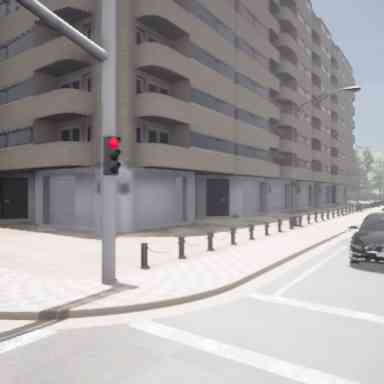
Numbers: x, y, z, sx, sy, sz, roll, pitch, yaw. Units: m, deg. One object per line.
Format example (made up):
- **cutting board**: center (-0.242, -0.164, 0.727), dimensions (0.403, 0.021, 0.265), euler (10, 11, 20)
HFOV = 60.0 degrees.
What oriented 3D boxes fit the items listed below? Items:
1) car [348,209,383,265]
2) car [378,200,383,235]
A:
- **car**: center (6.530, 1.475, 11.042), dimensions (1.837, 1.490, 4.892), euler (0, 0, 35)
- **car**: center (11.836, 1.321, 18.478), dimensions (2.097, 1.767, 4.553), euler (0, 0, 36)
